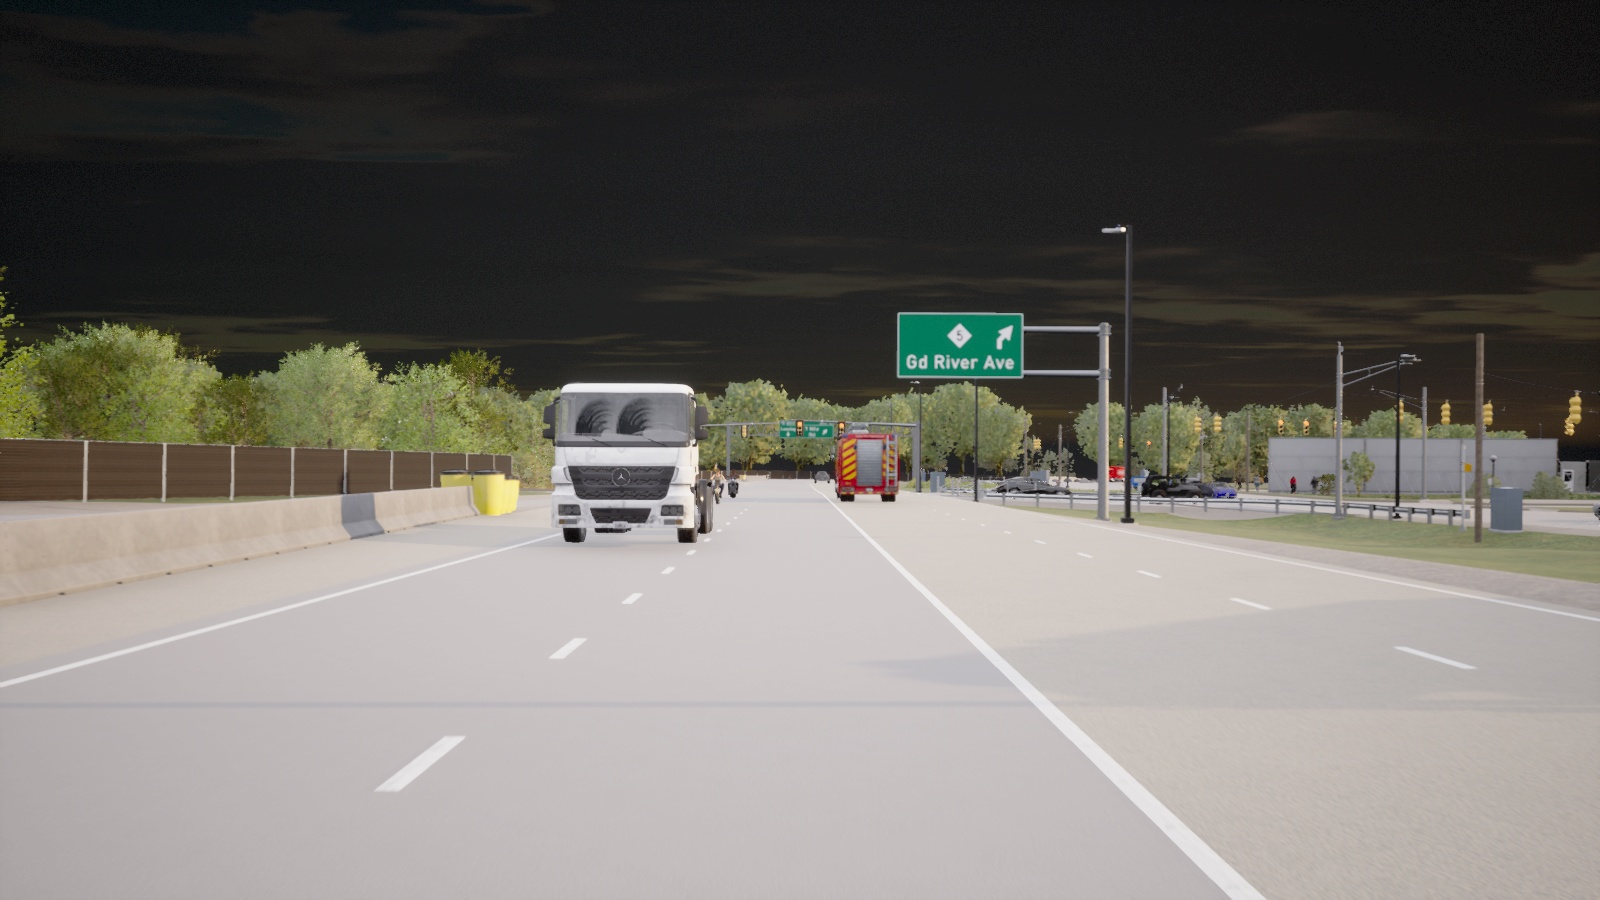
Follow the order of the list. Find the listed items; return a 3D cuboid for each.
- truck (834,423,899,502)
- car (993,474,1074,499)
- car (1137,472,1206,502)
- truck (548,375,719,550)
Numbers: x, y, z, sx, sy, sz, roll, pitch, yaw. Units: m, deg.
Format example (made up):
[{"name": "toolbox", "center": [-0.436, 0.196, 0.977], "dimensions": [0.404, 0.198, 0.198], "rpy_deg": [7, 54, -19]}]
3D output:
[{"name": "truck", "center": [3.345, 0.663, 64.960], "dimensions": [2.891, 3.827, 8.468], "rpy_deg": [0, -1, 0]}, {"name": "car", "center": [15.125, 2.376, 81.446], "dimensions": [4.792, 1.488, 2.163], "rpy_deg": [2, -1, 0]}, {"name": "car", "center": [24.087, 2.367, 81.476], "dimensions": [3.866, 1.878, 1.905], "rpy_deg": [0, -1, 0]}, {"name": "truck", "center": [-3.571, 0.311, 28.885], "dimensions": [2.891, 3.462, 7.936], "rpy_deg": [0, -1, 0]}]
